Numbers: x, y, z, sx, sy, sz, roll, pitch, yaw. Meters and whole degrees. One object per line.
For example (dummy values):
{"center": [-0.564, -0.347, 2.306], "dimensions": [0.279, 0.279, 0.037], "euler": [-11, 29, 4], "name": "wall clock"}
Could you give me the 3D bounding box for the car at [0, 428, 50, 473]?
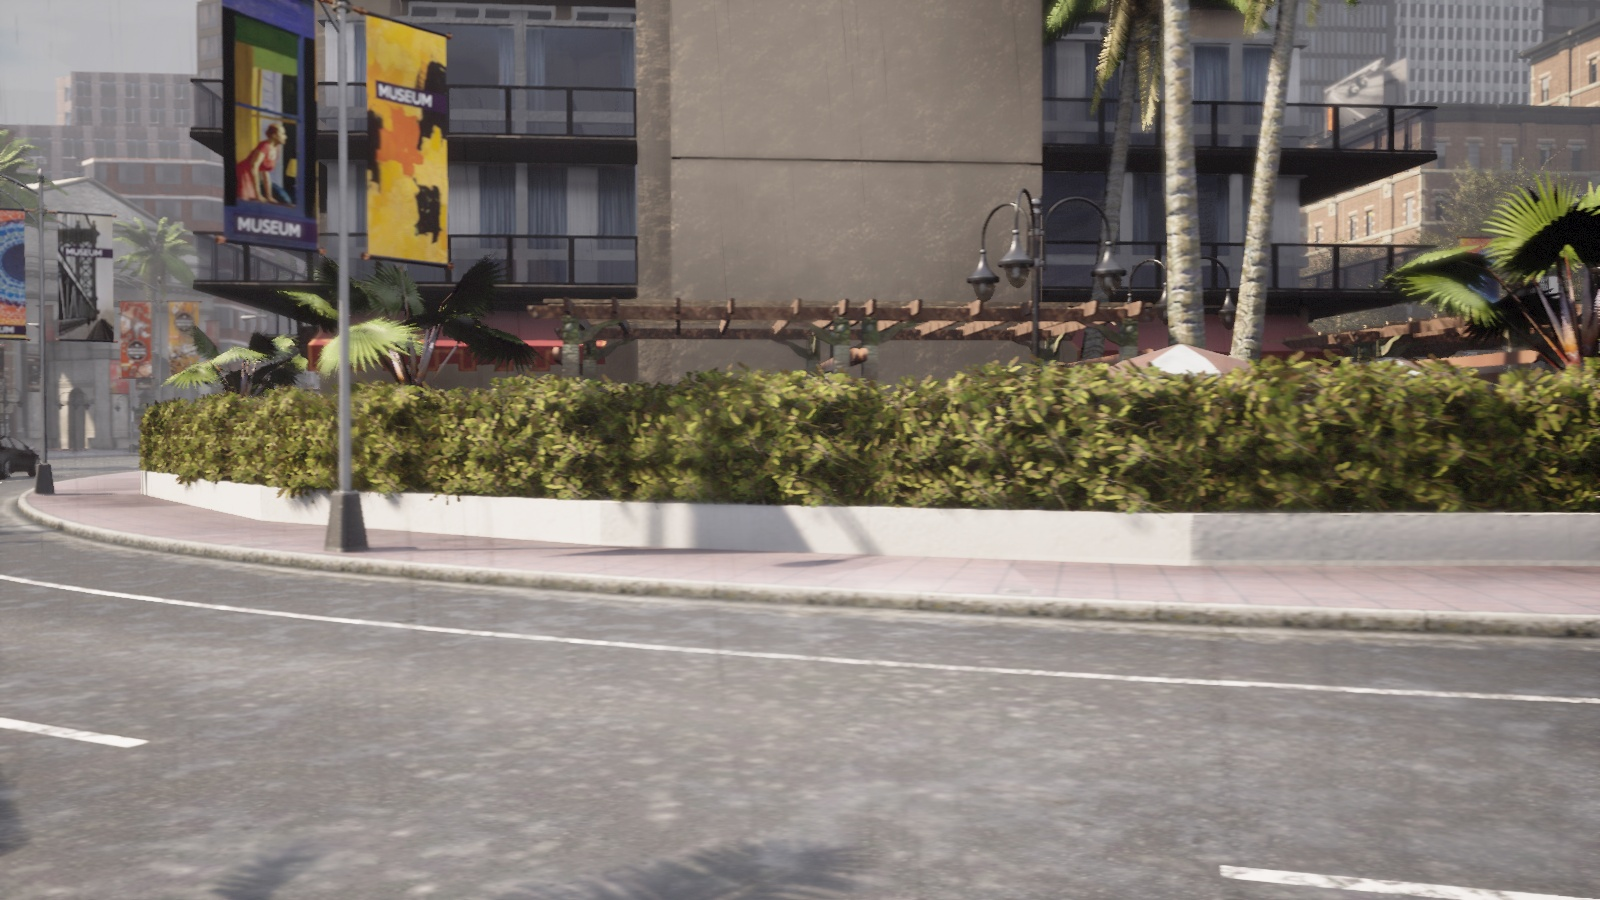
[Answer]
{"center": [-28.624, -0.015, 44.765], "dimensions": [2.007, 1.525, 4.514], "euler": [0, 1, -14], "name": "car"}
